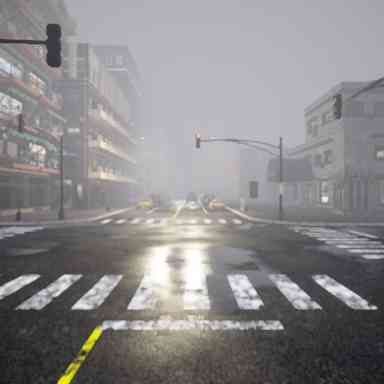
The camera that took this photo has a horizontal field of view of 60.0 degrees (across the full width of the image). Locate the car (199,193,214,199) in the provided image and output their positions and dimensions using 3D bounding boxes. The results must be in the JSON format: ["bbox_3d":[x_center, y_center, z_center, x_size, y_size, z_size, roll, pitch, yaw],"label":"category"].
[{"bbox_3d":[2.670,1.137,52.508,2.192,1.841,5.009,0,0,0],"label":"car"}]

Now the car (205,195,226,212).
[{"bbox_3d":[2.677,1.397,36.061,1.752,1.417,4.829,0,0,0],"label":"car"}]

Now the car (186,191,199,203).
[{"bbox_3d":[-0.028,1.147,62.665,2.097,1.767,4.553,0,0,0],"label":"car"}]

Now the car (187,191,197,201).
[{"bbox_3d":[-0.033,0.885,72.728,2.150,2.045,5.566,0,0,0],"label":"car"}]

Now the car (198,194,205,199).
[{"bbox_3d":[2.650,1.259,91.453,1.752,1.417,4.829,0,0,0],"label":"car"}]

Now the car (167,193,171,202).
[{"bbox_3d":[-5.717,1.343,63.582,2.008,1.369,4.403,0,0,0],"label":"car"}]

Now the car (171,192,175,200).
[{"bbox_3d":[-5.725,1.300,80.201,1.887,1.381,4.507,0,0,0],"label":"car"}]

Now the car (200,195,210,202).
[{"bbox_3d":[2.661,1.330,69.126,2.008,1.369,4.403,0,0,0],"label":"car"}]

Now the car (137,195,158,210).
[{"bbox_3d":[-5.706,1.380,41.255,1.752,1.417,4.829,0,0,0],"label":"car"}]

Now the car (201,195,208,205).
[{"bbox_3d":[2.671,1.420,46.970,1.802,1.307,4.206,0,0,0],"label":"car"}]

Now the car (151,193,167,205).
[{"bbox_3d":[-5.711,1.137,52.503,2.192,1.841,5.009,0,0,0],"label":"car"}]
